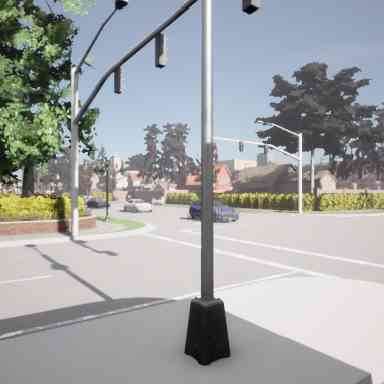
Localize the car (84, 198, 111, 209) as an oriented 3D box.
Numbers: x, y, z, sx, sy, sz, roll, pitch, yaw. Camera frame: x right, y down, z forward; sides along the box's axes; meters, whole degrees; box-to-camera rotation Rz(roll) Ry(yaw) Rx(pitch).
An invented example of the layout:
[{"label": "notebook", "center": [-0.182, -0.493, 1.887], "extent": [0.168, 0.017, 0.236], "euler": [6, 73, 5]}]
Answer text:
[{"label": "car", "center": [-13.031, 1.548, 46.162], "extent": [2.033, 1.411, 5.357], "euler": [0, 0, -36]}]

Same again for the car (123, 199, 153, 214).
[{"label": "car", "center": [-5.990, 1.525, 36.433], "extent": [1.812, 1.442, 4.674], "euler": [0, 0, -36]}]

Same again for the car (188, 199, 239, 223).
[{"label": "car", "center": [1.566, 1.351, 25.410], "extent": [2.097, 1.767, 4.553], "euler": [0, 0, -31]}]

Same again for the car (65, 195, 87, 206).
[{"label": "car", "center": [-19.018, 1.352, 54.455], "extent": [2.097, 1.767, 4.553], "euler": [0, 0, -36]}]
